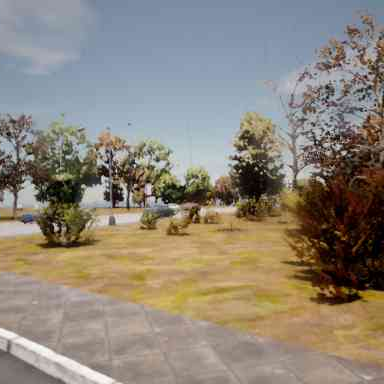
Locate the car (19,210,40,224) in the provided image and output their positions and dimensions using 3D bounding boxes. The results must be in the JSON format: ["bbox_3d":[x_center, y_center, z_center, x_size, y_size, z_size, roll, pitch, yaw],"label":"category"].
[{"bbox_3d":[-15.990,2.555,35.856,1.882,1.535,5.008,-3,-2,32],"label":"car"}]

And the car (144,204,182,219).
[{"bbox_3d":[-3.352,2.168,35.841,1.994,1.385,4.181,-3,-2,32],"label":"car"}]

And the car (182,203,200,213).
[{"bbox_3d":[-0.545,2.522,53.813,1.882,1.535,5.008,-3,-2,32],"label":"car"}]

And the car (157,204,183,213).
[{"bbox_3d":[-3.601,2.731,55.517,1.812,1.442,4.674,-3,-2,32],"label":"car"}]
